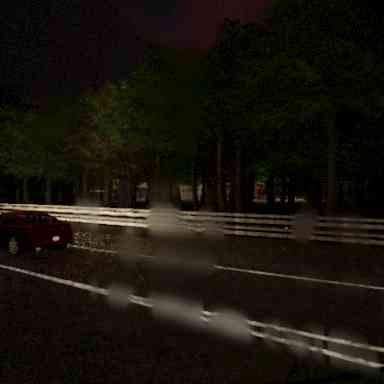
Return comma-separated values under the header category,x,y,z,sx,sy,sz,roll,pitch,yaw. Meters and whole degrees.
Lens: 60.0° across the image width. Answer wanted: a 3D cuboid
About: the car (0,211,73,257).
category,x,y,z,sx,sy,sz,roll,pitch,yaw
car,-6.786,1.483,13.052,5.008,1.535,1.882,0,0,35
